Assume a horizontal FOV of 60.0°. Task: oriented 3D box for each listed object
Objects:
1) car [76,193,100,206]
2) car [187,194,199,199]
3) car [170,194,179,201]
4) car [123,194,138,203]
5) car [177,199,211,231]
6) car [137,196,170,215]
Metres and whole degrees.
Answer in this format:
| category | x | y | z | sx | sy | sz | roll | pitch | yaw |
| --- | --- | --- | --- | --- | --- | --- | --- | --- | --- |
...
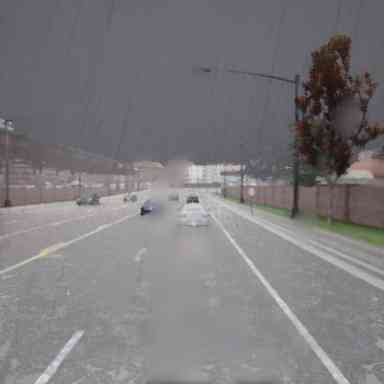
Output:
| category | x | y | z | sx | sy | sz | roll | pitch | yaw |
| --- | --- | --- | --- | --- | --- | --- | --- | --- | --- |
| car | -14.029 | 0.975 | 45.176 | 2.097 | 1.767 | 4.553 | 0 | 1 | 1 |
| car | 0.113 | 1.084 | 50.622 | 1.837 | 1.490 | 4.892 | 0 | 1 | 0 |
| car | -3.383 | 1.020 | 62.890 | 2.033 | 1.411 | 5.357 | 0 | 1 | 0 |
| car | -10.486 | 1.021 | 56.995 | 2.128 | 1.511 | 4.902 | 0 | 0 | 0 |
| car | 0.105 | 1.365 | 19.205 | 1.812 | 1.442 | 4.674 | 0 | 0 | 0 |
| car | -3.392 | 1.314 | 29.950 | 1.994 | 1.385 | 4.181 | 0 | 1 | 0 |
